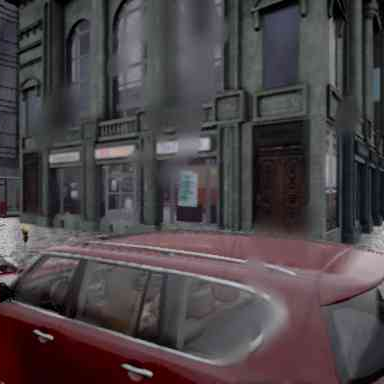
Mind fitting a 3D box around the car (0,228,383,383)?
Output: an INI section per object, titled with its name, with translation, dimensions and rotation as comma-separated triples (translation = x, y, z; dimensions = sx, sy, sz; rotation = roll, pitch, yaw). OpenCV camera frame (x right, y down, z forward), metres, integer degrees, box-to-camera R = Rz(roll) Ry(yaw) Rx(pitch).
[car]
translation = -0.545, 1.317, 3.347
dimensions = 5.009, 1.841, 2.192
rotation = 0, 0, 35
